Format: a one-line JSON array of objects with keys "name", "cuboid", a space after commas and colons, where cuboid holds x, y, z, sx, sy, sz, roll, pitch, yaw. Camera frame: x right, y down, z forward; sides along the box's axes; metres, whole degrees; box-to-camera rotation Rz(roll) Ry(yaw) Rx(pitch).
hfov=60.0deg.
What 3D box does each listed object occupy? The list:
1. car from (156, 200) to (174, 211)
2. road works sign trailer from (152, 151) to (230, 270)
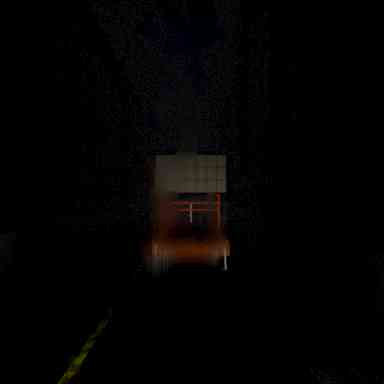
[{"name": "car", "cuboid": [-3.238, 1.594, 40.535, 1.895, 1.301, 4.718, 0, 0, 0]}, {"name": "road works sign trailer", "cuboid": [-0.034, 0.463, 10.987, 2.380, 3.560, 2.880, 0, 0, 0]}]
